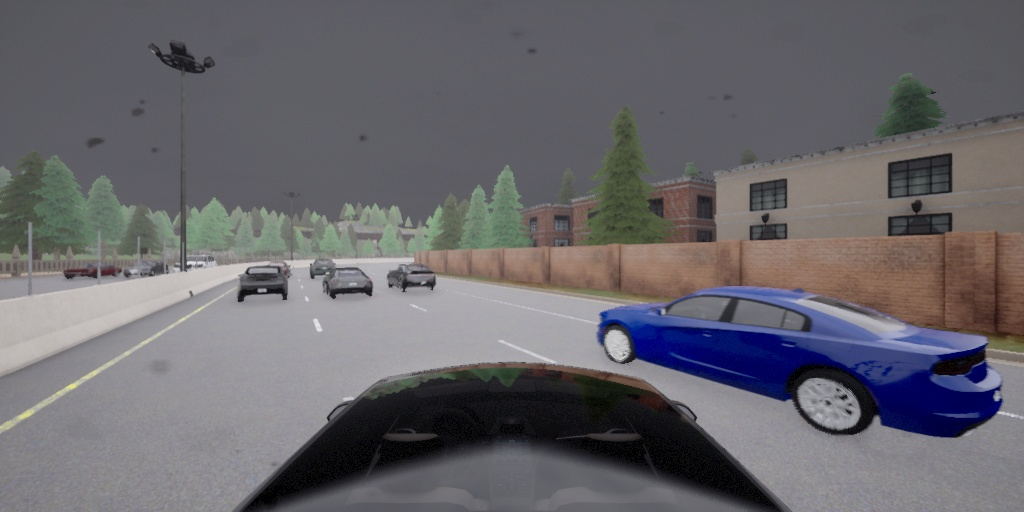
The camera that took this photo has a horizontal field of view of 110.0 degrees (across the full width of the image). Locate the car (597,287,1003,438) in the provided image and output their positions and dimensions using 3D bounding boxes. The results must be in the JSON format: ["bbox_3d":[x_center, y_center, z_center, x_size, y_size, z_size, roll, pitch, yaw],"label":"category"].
[{"bbox_3d":[3.567,1.224,5.714,1.882,1.535,5.008,0,0,-32],"label":"car"}]

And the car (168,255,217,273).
[{"bbox_3d":[-30.456,0.912,34.659,2.150,2.045,5.566,0,0,-26],"label":"car"}]

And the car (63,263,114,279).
[{"bbox_3d":[-36.675,1.303,31.446,1.895,1.301,4.718,0,0,-26],"label":"car"}]

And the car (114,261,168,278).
[{"bbox_3d":[-33.525,1.197,32.975,2.128,1.511,4.902,0,0,-26],"label":"car"}]

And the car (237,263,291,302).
[{"bbox_3d":[-11.842,1.231,17.227,1.837,1.490,4.892,0,-1,-32],"label":"car"}]

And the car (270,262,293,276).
[{"bbox_3d":[-20.863,1.234,31.990,1.812,1.442,4.674,0,0,-29],"label":"car"}]

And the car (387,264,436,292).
[{"bbox_3d":[-5.988,1.217,21.073,2.128,1.511,4.902,0,0,-32],"label":"car"}]

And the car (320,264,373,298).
[{"bbox_3d":[-8.545,1.291,18.559,1.994,1.385,4.181,0,0,-32],"label":"car"}]

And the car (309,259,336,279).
[{"bbox_3d":[-17.142,1.060,32.565,2.097,1.767,4.553,0,0,-30],"label":"car"}]
